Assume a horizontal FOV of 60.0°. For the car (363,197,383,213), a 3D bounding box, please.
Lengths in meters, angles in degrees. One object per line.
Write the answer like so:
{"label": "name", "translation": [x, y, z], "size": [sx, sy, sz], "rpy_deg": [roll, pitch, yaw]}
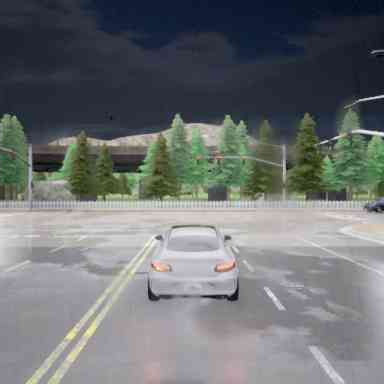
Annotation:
{"label": "car", "translation": [20.729, 1.286, 35.327], "size": [4.553, 1.767, 2.097], "rpy_deg": [0, 0, 0]}

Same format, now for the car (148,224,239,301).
{"label": "car", "translation": [0.032, 1.523, 8.192], "size": [1.812, 1.442, 4.674], "rpy_deg": [0, 0, 0]}
